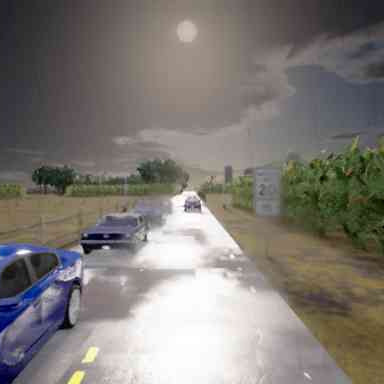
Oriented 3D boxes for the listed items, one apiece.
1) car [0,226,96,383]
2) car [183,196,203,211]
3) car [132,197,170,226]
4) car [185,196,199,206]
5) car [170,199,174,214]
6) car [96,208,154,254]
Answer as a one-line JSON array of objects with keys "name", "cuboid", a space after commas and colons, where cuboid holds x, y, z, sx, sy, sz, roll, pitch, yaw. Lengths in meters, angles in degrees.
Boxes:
[{"name": "car", "cuboid": [-2.805, 1.459, 3.996, 1.882, 1.535, 5.008, 0, 0, -2]}, {"name": "car", "cuboid": [0.072, 1.297, 36.812, 1.812, 1.442, 4.674, 0, 1, 0]}, {"name": "car", "cuboid": [-2.852, 1.237, 22.294, 2.097, 1.767, 4.553, 0, 0, 0]}, {"name": "car", "cuboid": [0.038, 1.269, 47.131, 1.895, 1.301, 4.718, 0, 1, 0]}, {"name": "car", "cuboid": [-2.819, 1.300, 32.562, 2.128, 1.511, 4.902, 0, 0, 0]}, {"name": "car", "cuboid": [-2.856, 1.538, 13.308, 1.895, 1.301, 4.718, 0, 0, 0]}]
